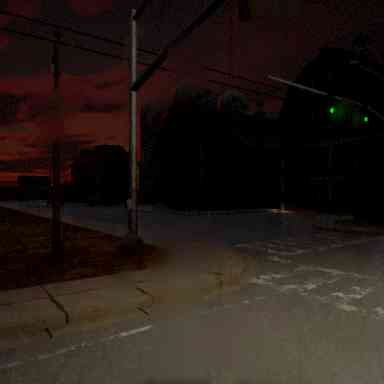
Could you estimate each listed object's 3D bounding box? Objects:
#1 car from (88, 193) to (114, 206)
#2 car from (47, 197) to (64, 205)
[{"bbox_3d":[-13.764,1.118,50.617,3.866,1.878,1.905,-2,5,11],"label":"car"},{"bbox_3d":[-23.294,1.537,56.689,1.994,1.385,4.181,0,0,-36],"label":"car"}]
